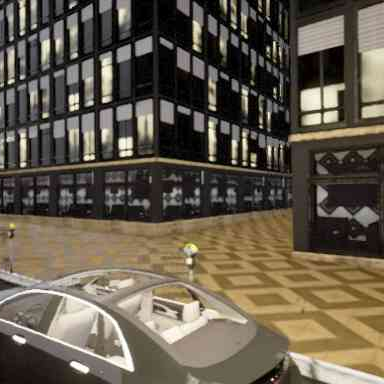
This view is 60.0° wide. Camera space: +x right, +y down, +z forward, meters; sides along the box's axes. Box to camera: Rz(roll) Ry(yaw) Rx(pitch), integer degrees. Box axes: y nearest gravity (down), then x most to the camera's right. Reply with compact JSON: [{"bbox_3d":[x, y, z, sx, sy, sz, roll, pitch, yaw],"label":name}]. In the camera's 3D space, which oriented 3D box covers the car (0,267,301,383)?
[{"bbox_3d":[-1.102,1.542,3.671,4.403,1.369,2.008,0,-1,35],"label":"car"}]
